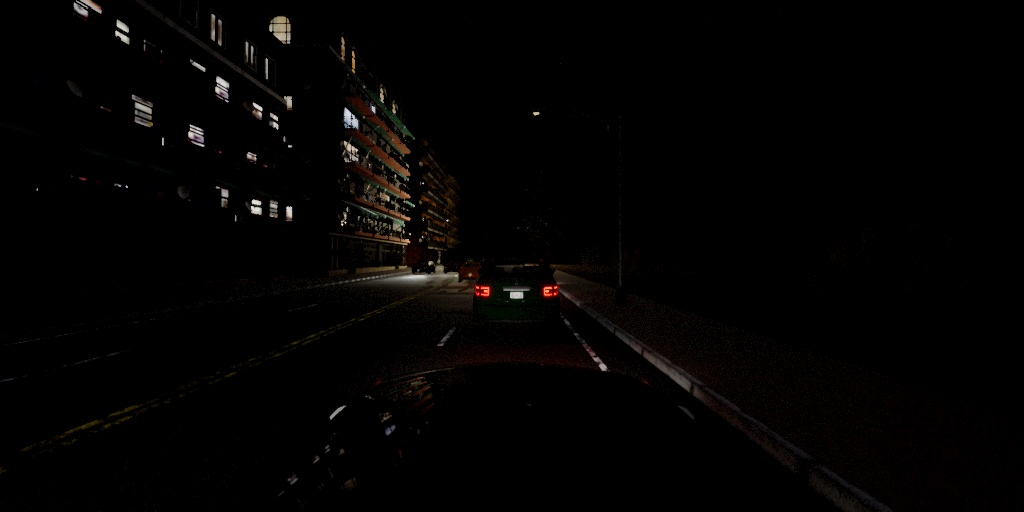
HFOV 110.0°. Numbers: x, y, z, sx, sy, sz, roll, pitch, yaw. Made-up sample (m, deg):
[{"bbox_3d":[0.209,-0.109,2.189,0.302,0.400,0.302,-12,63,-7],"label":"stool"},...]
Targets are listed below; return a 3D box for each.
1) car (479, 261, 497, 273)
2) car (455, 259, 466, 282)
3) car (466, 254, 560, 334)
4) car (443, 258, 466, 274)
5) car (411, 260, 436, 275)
[{"bbox_3d":[-3.015,1.352,45.205,1.895,1.301,4.718,0,0,0],"label":"car"},{"bbox_3d":[-3.067,1.229,28.823,1.882,1.535,5.008,0,0,0],"label":"car"},{"bbox_3d":[0.121,0.973,10.733,2.150,2.045,5.566,0,0,0],"label":"car"},{"bbox_3d":[-6.482,1.229,40.440,1.882,1.535,5.008,0,0,0],"label":"car"},{"bbox_3d":[-9.734,1.243,39.793,2.128,1.511,4.902,0,0,0],"label":"car"}]
